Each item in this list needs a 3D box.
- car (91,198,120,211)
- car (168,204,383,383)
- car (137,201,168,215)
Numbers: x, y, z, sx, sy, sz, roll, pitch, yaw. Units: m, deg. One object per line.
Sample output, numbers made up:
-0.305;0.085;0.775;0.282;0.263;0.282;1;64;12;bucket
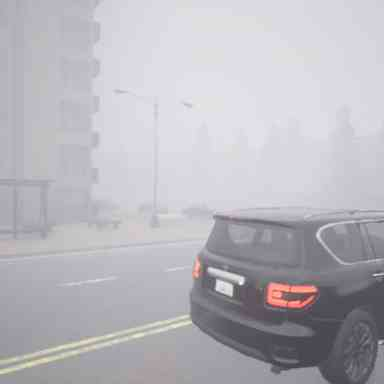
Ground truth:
-11.614;1.629;43.561;4.892;1.490;1.837;1;0;32;car
2.574;1.282;5.581;5.566;2.045;2.150;1;0;-35;car
-4.247;1.709;36.266;1.994;1.385;4.181;1;0;-39;car
